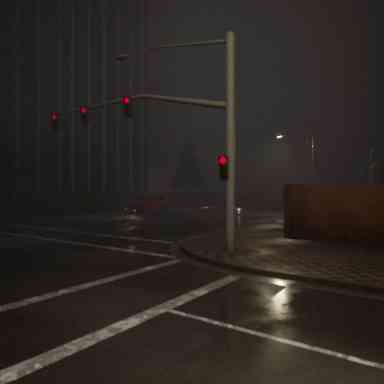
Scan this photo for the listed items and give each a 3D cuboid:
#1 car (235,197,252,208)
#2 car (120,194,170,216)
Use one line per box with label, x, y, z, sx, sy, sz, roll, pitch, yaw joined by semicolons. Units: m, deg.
car;7.267;1.519;49.119;1.837;1.490;4.892;0;0;35
car;-4.453;1.220;32.700;2.150;2.045;5.566;0;0;35
